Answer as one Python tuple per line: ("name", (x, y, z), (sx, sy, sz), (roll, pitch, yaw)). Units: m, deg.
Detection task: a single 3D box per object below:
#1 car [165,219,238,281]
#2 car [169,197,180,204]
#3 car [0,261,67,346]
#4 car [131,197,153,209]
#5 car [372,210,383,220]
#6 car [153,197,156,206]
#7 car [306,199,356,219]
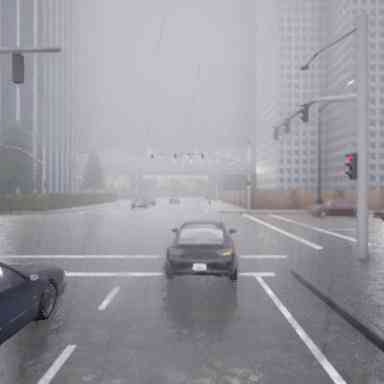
("car", (0.342, 1.532, 9.826), (1.812, 1.442, 4.674), (0, 0, 4))
("car", (-3.422, 1.591, 65.077), (2.033, 1.411, 5.357), (0, 0, 0))
("car", (-3.423, 1.551, 4.219), (2.033, 1.411, 5.357), (0, 0, 0))
("car", (-7.110, 1.522, 45.704), (2.128, 1.511, 4.902), (0, 0, 0))
("car", (16.875, 1.565, 25.421), (5.357, 1.411, 2.033), (0, 0, 0))
("car", (-7.088, 1.529, 55.766), (2.128, 1.511, 4.902), (0, 0, 0))
("car", (12.403, 1.372, 28.942), (4.553, 1.767, 2.097), (0, 0, 0))
